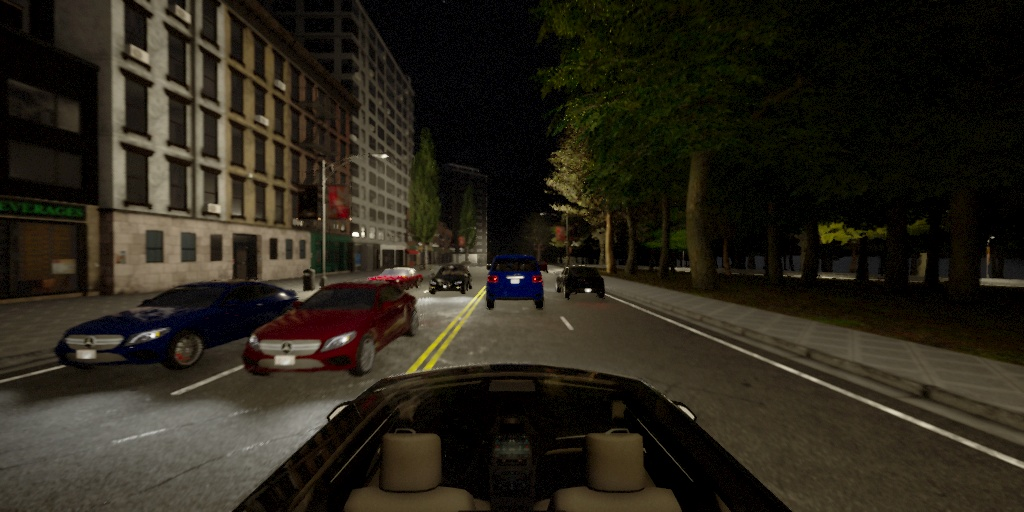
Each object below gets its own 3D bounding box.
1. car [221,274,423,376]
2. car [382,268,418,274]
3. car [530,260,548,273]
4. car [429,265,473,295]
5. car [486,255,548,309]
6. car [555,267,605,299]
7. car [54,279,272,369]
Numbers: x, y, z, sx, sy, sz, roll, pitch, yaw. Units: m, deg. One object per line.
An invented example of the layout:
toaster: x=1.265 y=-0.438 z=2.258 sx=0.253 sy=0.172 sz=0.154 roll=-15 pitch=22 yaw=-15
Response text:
car: x=-3.322 y=1.277 z=7.596 sx=1.812 sy=1.442 sz=4.674 roll=0 pitch=0 yaw=0
car: x=-6.565 y=1.363 z=20.547 sx=1.895 sy=1.301 sz=4.718 roll=0 pitch=0 yaw=0
car: x=3.360 y=1.293 z=44.845 sx=1.882 sy=1.535 sz=5.008 roll=0 pitch=0 yaw=0
car: x=-3.317 y=1.267 z=20.181 sx=1.837 sy=1.490 sz=4.892 roll=0 pitch=0 yaw=0
car: x=0.092 y=0.978 z=15.144 sx=2.150 sy=2.045 sz=5.566 roll=0 pitch=0 yaw=0
car: x=3.354 y=1.264 z=18.191 sx=1.837 sy=1.490 sz=4.892 roll=0 pitch=0 yaw=0
car: x=-6.605 y=1.277 z=7.922 sx=1.812 sy=1.442 sz=4.674 roll=0 pitch=0 yaw=1
